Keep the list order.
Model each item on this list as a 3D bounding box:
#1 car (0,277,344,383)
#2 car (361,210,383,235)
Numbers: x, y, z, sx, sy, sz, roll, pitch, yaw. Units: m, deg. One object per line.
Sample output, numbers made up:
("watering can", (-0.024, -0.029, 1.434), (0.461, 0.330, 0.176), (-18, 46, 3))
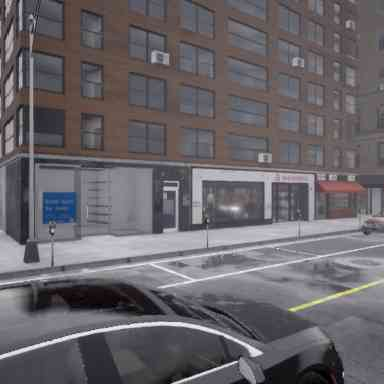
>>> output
("car", (-0.747, 1.506, 2.633), (4.892, 1.490, 1.837), (-1, 0, -35))
("car", (10.616, 1.582, 17.470), (4.206, 1.307, 1.802), (0, 0, -35))
